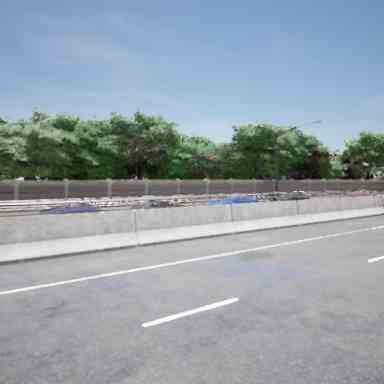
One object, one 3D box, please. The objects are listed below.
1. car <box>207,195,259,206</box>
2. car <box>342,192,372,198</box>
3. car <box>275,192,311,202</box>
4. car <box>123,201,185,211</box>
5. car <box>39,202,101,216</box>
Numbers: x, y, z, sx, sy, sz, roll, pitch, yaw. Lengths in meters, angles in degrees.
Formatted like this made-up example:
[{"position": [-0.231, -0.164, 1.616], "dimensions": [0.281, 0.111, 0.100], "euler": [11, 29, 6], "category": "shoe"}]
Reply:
[{"position": [3.495, 1.045, 28.013], "dimensions": [5.008, 1.535, 1.882], "euler": [-1, 1, -36], "category": "car"}, {"position": [16.193, 0.755, 32.728], "dimensions": [5.008, 1.535, 1.882], "euler": [-1, 1, -36], "category": "car"}, {"position": [11.586, 0.798, 38.044], "dimensions": [4.892, 1.490, 1.837], "euler": [-1, 1, -35], "category": "car"}, {"position": [-2.472, 1.297, 19.436], "dimensions": [4.892, 1.490, 1.837], "euler": [-1, 1, -36], "category": "car"}, {"position": [-8.613, 1.413, 23.649], "dimensions": [4.181, 1.385, 1.994], "euler": [-2, 1, -36], "category": "car"}]
